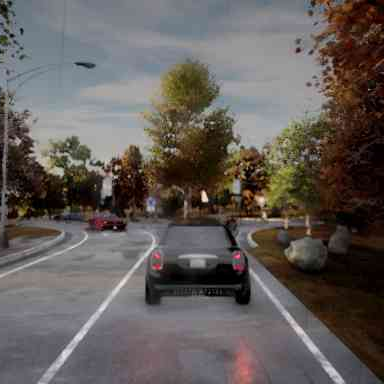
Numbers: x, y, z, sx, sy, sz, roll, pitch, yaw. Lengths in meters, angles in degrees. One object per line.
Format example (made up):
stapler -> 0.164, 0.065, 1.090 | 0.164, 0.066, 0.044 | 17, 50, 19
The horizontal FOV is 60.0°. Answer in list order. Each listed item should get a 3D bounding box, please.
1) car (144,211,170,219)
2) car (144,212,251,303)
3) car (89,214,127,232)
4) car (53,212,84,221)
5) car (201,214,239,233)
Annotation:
car -> -6.713, 4.360, 62.827 | 4.718, 1.301, 1.895 | 1, -4, -11
car -> 0.133, 1.406, 8.440 | 2.097, 1.767, 4.553 | 0, -1, 1
car -> -6.605, 2.371, 25.929 | 1.895, 1.301, 4.718 | 2, -4, -29
car -> -18.972, 3.781, 51.255 | 2.033, 1.411, 5.357 | -1, -4, 18
car -> 2.254, 2.357, 25.714 | 1.895, 1.301, 4.718 | -1, -3, 17
